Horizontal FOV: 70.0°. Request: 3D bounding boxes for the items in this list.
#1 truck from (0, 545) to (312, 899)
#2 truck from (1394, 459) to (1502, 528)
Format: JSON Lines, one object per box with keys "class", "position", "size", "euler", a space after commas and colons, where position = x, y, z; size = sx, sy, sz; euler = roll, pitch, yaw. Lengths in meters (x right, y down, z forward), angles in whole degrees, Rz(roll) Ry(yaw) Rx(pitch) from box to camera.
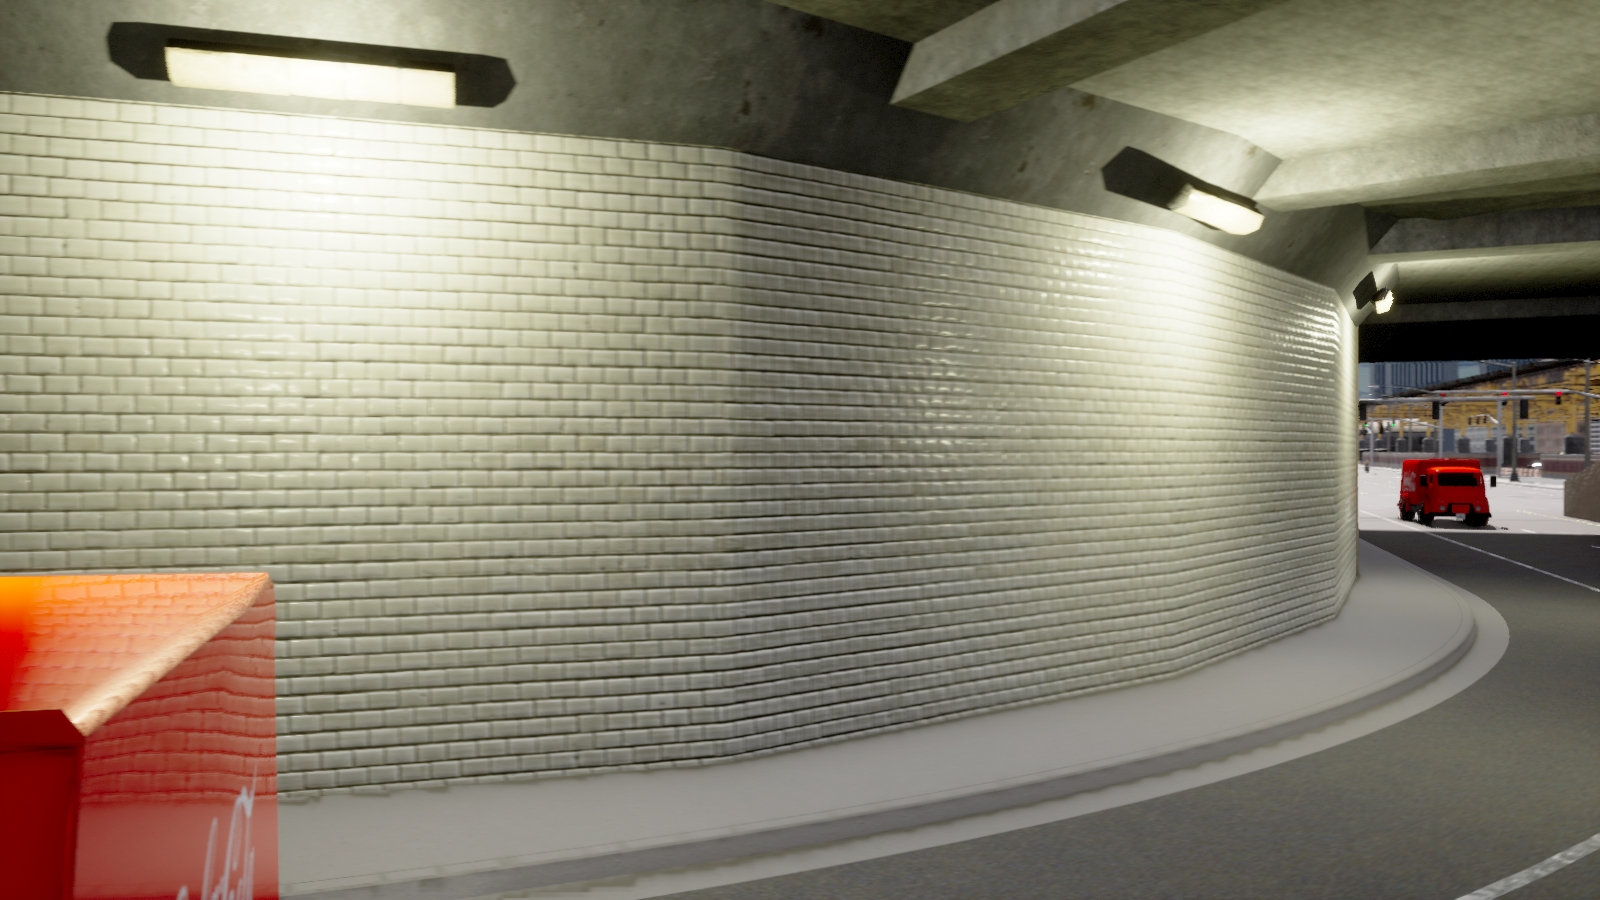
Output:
{"class": "truck", "position": [-3.801, 1.570, 1.932], "size": [5.204, 2.467, 2.627], "euler": [0, 0, -16]}
{"class": "truck", "position": [24.889, 1.587, 44.118], "size": [2.627, 2.467, 5.204], "euler": [0, 0, 18]}
